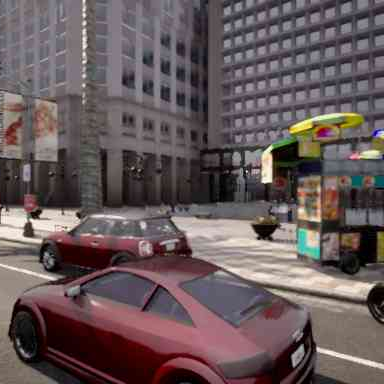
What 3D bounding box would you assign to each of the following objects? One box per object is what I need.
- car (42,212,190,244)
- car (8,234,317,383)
[{"bbox_3d":[-2.254,1.345,9.286,4.553,1.767,2.185,0,0,36],"label":"car"},{"bbox_3d":[-0.595,1.560,4.417,4.181,1.385,1.994,0,0,36],"label":"car"}]
